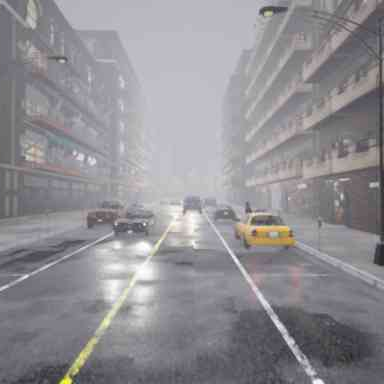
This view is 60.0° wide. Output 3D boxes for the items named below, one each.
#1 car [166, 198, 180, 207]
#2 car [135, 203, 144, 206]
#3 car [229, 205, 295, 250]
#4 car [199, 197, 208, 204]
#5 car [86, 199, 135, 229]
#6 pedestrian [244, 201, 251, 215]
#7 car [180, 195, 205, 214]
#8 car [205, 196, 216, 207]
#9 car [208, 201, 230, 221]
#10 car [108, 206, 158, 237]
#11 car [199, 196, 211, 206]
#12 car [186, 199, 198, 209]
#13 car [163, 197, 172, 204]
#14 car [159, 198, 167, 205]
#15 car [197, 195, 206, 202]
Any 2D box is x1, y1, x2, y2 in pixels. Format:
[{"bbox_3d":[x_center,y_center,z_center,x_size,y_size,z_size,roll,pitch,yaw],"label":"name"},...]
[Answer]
[{"bbox_3d":[-3.040,1.923,61.096,2.033,1.411,5.357,0,0,1],"label":"car"},{"bbox_3d":[-5.689,1.790,34.191,1.802,1.307,4.206,1,0,0],"label":"car"},{"bbox_3d":[2.997,1.545,14.782,1.801,1.575,5.366,0,0,0],"label":"car"},{"bbox_3d":[2.682,1.928,78.704,1.967,1.590,4.097,1,0,0],"label":"car"},{"bbox_3d":[-5.682,1.455,23.057,2.192,1.841,5.009,1,0,0],"label":"car"},{"bbox_3d":[2.974,1.402,17.786,0.375,1.860,0.375,1,-1,-3],"label":"pedestrian"},{"bbox_3d":[0.069,1.460,38.849,2.150,2.045,5.566,0,0,0],"label":"car"},{"bbox_3d":[2.691,1.626,50.865,2.192,1.841,5.009,1,0,0],"label":"car"},{"bbox_3d":[2.693,1.740,28.592,1.947,1.339,4.313,1,0,0],"label":"car"},{"bbox_3d":[-3.104,1.716,18.920,1.895,1.301,4.718,0,0,0],"label":"car"},{"bbox_3d":[2.687,1.731,67.568,2.192,1.841,5.009,1,0,0],"label":"car"},{"bbox_3d":[-0.010,1.846,52.342,1.812,1.442,4.674,0,0,0],"label":"car"},{"bbox_3d":[-5.699,2.012,78.565,1.752,1.417,4.829,1,0,0],"label":"car"},{"bbox_3d":[-5.697,1.968,67.598,2.008,1.369,4.403,1,0,0],"label":"car"},{"bbox_3d":[2.680,1.911,95.408,2.192,1.841,5.009,1,0,0],"label":"car"}]
